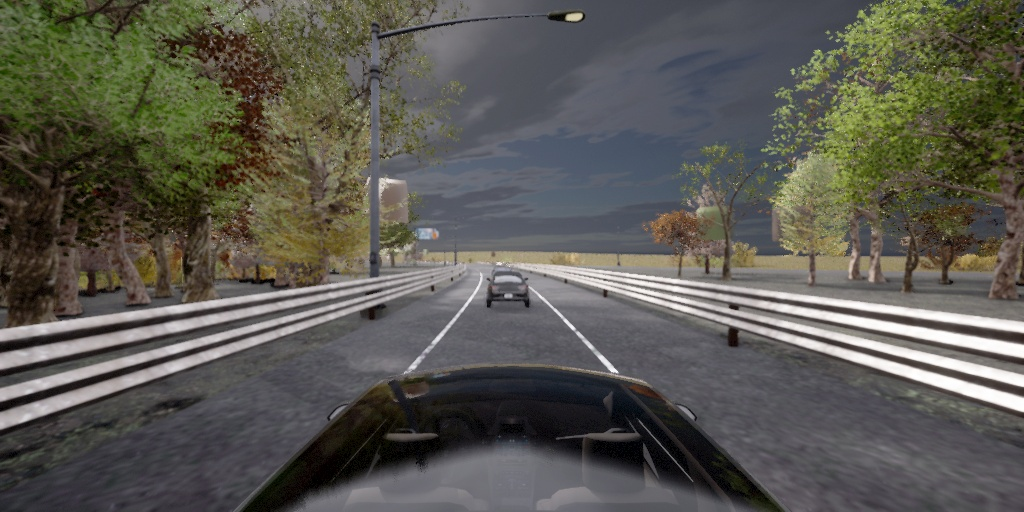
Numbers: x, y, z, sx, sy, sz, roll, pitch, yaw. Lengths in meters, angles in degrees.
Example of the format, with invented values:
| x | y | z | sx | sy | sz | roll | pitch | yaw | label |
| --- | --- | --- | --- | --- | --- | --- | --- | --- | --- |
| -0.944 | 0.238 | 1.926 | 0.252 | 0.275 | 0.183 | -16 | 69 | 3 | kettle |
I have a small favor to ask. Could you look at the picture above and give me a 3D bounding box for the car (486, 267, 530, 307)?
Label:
| x | y | z | sx | sy | sz | roll | pitch | yaw | label |
| --- | --- | --- | --- | --- | --- | --- | --- | --- | --- |
| -0.198 | 1.411 | 16.310 | 1.812 | 1.442 | 4.674 | 0 | 0 | -2 | car |
